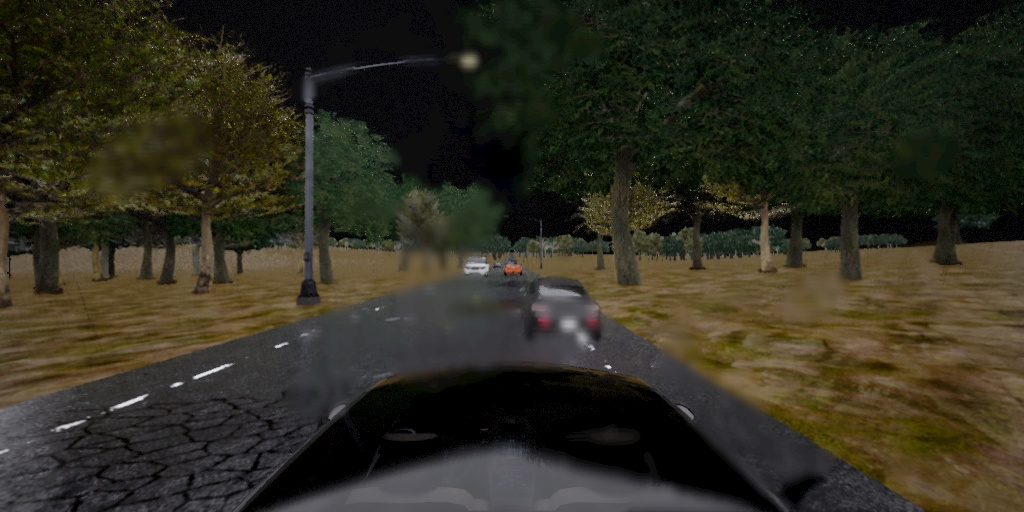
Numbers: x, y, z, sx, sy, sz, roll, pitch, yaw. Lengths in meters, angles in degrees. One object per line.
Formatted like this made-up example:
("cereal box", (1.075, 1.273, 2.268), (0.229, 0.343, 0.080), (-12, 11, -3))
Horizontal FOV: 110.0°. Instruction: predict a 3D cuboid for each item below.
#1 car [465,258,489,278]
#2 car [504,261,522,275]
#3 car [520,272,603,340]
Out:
("car", (-3.566, 1.179, 37.673), (2.150, 2.045, 5.566), (0, 0, 0))
("car", (0.127, 1.355, 42.895), (2.097, 1.767, 4.553), (0, -1, 0))
("car", (1.233, 1.322, 10.005), (1.812, 1.442, 4.674), (0, 0, 0))
